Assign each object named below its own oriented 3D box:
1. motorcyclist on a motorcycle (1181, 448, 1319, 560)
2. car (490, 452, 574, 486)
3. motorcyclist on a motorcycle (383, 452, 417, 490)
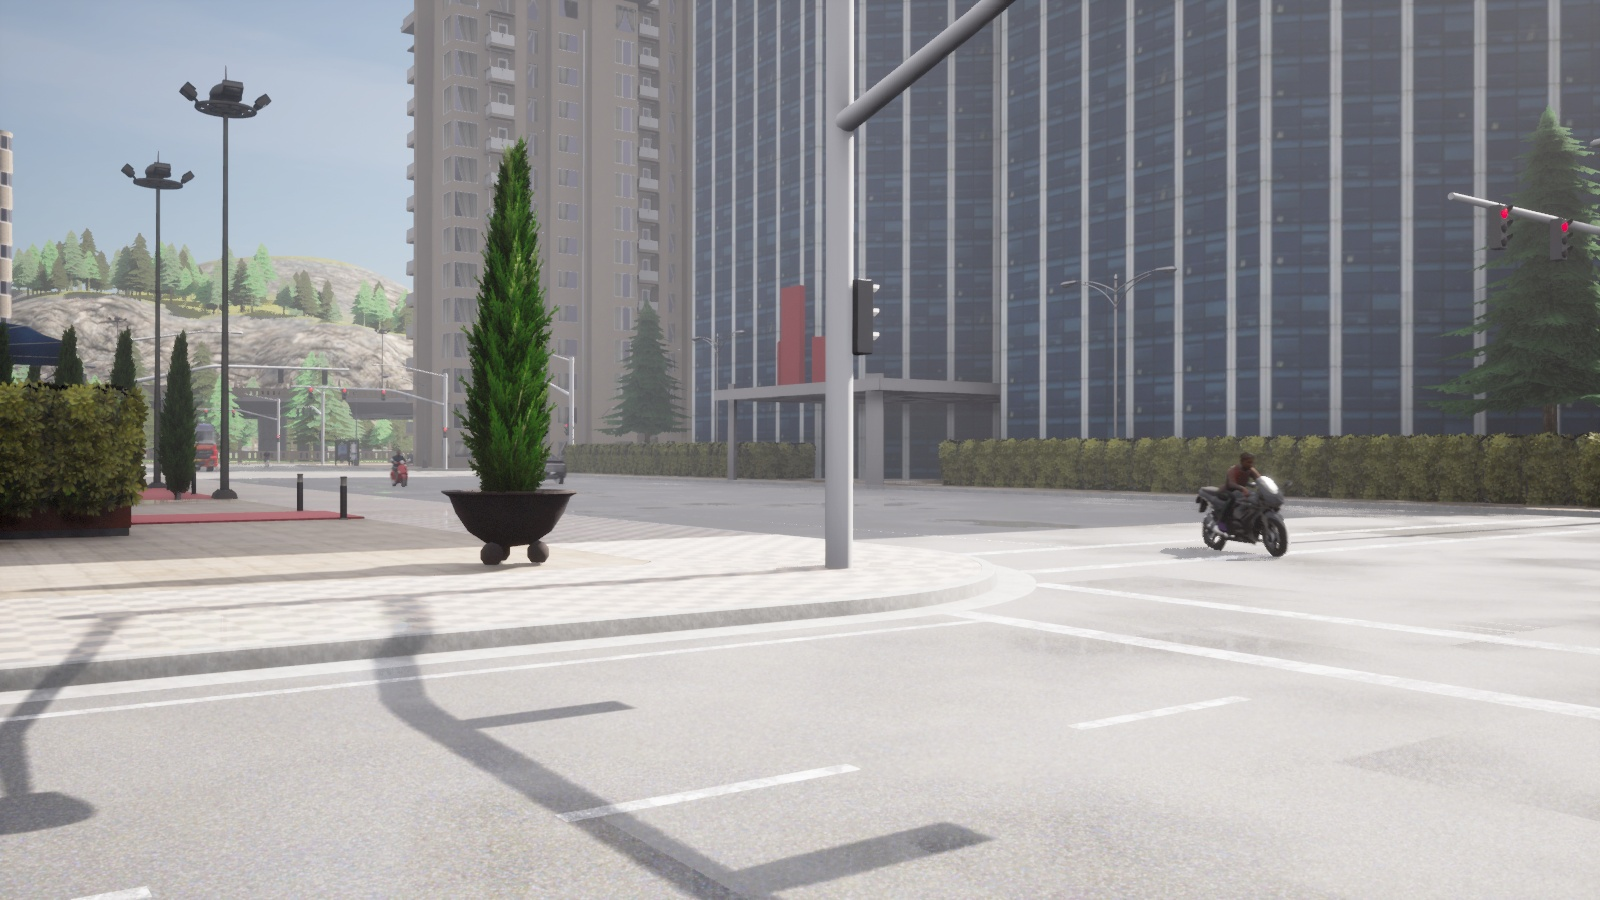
[{"bbox_3d":[6.620,0.758,18.608,0.797,1.523,2.044,-2,1,-17],"label":"motorcyclist on a motorcycle"},{"bbox_3d":[-12.703,0.873,59.274,2.128,1.511,4.902,0,0,-35],"label":"car"},{"bbox_3d":[-16.951,0.864,53.154,0.866,1.590,1.817,0,0,-35],"label":"motorcyclist on a motorcycle"}]
